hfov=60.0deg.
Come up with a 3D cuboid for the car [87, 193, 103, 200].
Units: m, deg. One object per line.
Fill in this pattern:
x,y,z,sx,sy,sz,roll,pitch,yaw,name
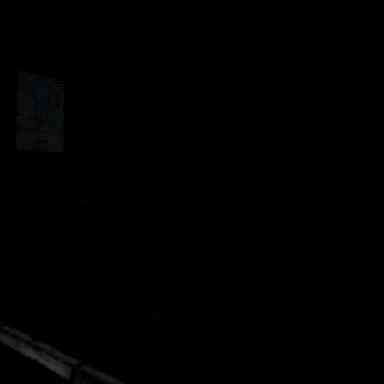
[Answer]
-18.343,0.908,64.142,1.895,1.301,4.718,1,1,33,car
